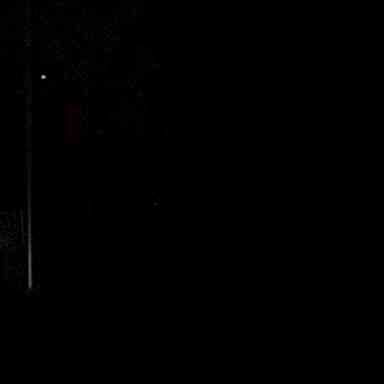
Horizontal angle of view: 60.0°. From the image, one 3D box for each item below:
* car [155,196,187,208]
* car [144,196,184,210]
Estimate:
[{"bbox_3d":[-2.727,1.264,43.668,1.994,1.385,4.181,-2,0,35],"label":"car"},{"bbox_3d":[-3.328,1.231,37.159,1.812,1.442,4.674,-2,0,35],"label":"car"}]
